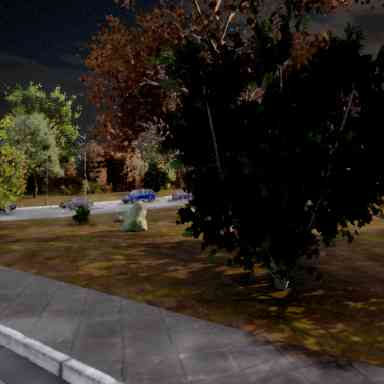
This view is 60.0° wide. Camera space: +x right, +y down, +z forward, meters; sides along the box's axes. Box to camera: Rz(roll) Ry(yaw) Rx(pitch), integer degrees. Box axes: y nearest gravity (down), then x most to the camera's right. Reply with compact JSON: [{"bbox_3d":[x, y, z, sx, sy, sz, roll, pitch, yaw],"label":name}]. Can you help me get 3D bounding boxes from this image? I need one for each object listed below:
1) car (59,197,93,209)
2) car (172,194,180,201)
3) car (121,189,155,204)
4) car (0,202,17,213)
[{"bbox_3d":[-14.742,1.385,42.386,1.994,1.385,4.181,0,2,38],"label":"car"},{"bbox_3d":[-1.273,0.610,53.089,1.812,1.442,4.674,0,3,39],"label":"car"},{"bbox_3d":[-8.092,0.627,50.555,2.150,2.045,5.566,0,3,40],"label":"car"},{"bbox_3d":[-21.005,1.533,34.658,2.128,1.511,4.902,0,1,39],"label":"car"}]
